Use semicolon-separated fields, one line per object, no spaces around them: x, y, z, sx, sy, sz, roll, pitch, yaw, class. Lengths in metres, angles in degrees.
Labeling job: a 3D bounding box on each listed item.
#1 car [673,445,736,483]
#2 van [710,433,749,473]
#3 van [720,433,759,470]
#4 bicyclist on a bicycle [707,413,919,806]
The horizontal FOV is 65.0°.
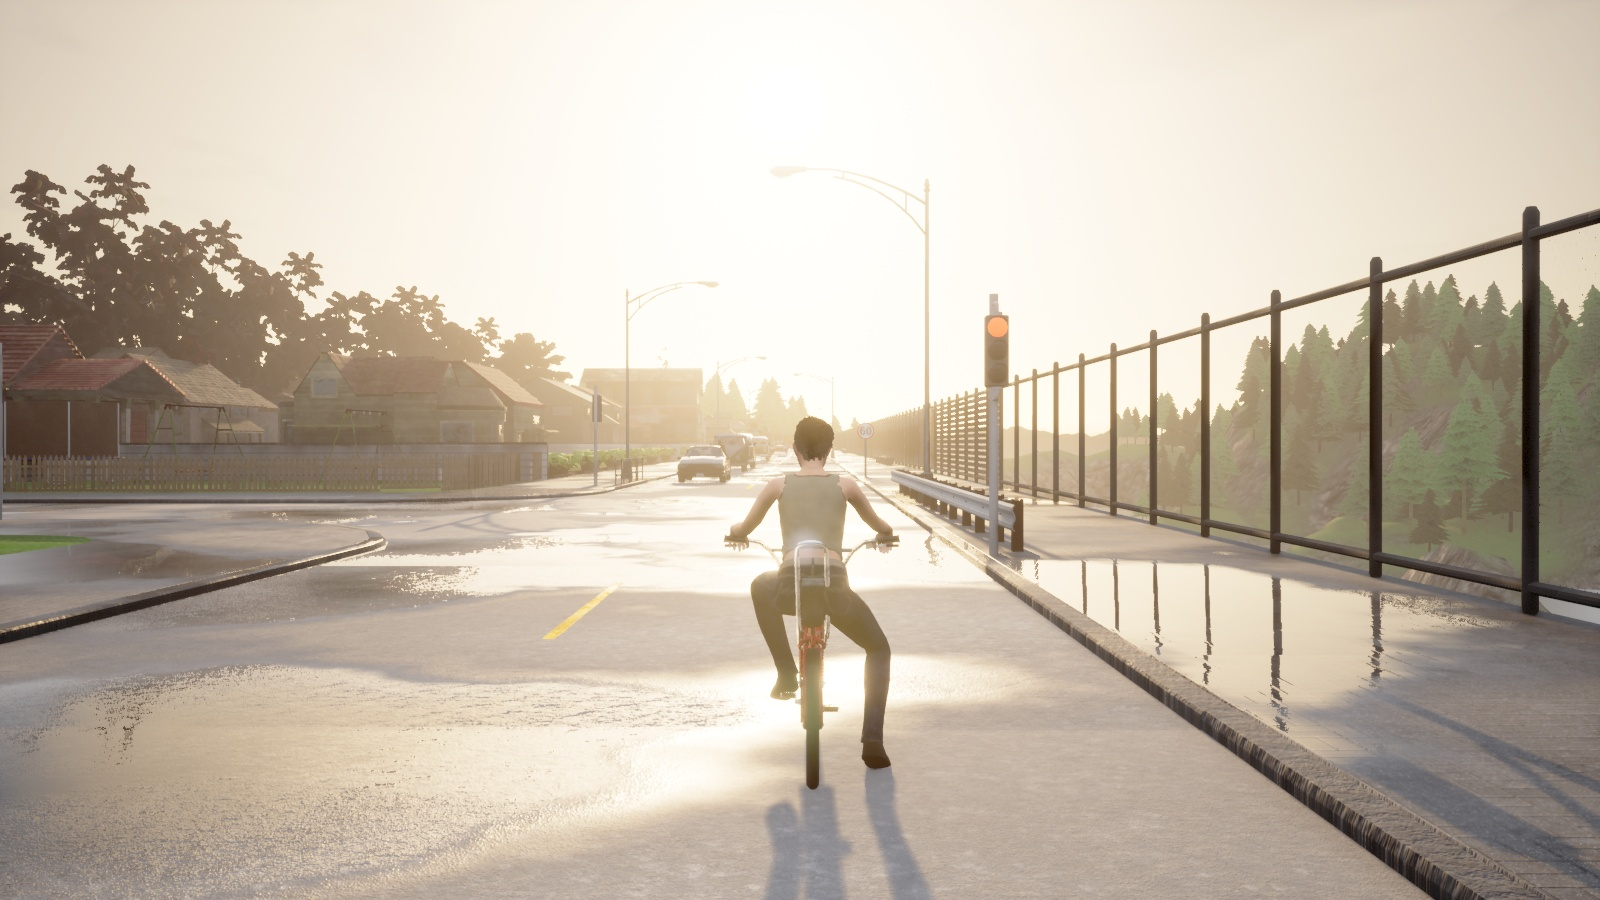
-3.690;0.513;49.200;2.033;1.411;5.357;0;0;0;car
-3.597;0.131;64.813;1.775;1.987;4.442;0;0;0;van
-3.543;0.041;74.006;2.069;2.038;4.480;0;1;0;van
0.056;0.650;5.898;0.866;1.612;1.509;0;0;0;bicyclist on a bicycle
